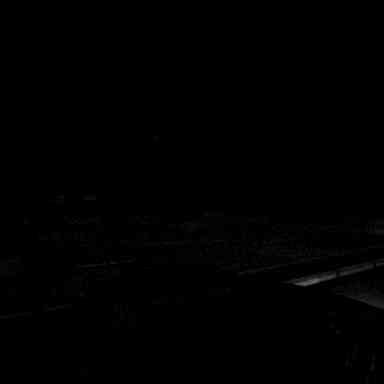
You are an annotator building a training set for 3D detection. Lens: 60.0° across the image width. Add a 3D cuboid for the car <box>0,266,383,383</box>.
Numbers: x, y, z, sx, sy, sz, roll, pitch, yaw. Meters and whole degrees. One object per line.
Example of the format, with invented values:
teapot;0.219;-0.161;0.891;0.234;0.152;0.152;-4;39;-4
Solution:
car;0.053;1.563;3.479;5.357;1.411;2.033;1;0;-35
